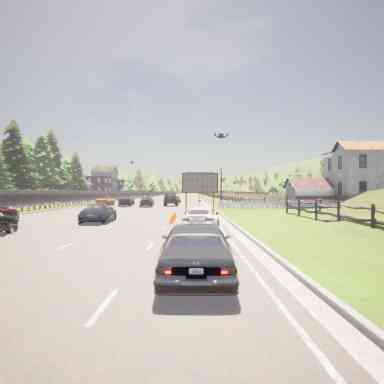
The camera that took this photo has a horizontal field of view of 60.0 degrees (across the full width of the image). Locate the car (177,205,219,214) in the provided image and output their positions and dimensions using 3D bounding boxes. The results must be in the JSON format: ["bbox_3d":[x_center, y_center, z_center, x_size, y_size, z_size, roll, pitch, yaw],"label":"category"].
[{"bbox_3d":[0.487,1.539,18.444,1.812,1.442,4.674,0,-1,6],"label":"car"}]

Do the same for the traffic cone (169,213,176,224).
[{"bbox_3d":[-1.463,1.955,23.162,0.340,0.580,0.340,0,0,0],"label":"traffic cone"}]

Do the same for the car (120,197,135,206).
[{"bbox_3d":[-10.345,1.477,52.964,1.882,1.535,5.008,0,0,0],"label":"car"}]

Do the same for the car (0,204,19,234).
[{"bbox_3d":[-10.384,1.491,16.172,2.128,1.511,4.902,0,0,0],"label":"car"}]

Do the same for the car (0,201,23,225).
[{"bbox_3d":[-13.876,1.477,22.878,1.882,1.535,5.008,0,0,0],"label":"car"}]

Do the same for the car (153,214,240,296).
[{"bbox_3d":[0.107,1.547,8.806,2.033,1.411,5.357,0,0,1],"label":"car"}]

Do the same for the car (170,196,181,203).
[{"bbox_3d":[-3.329,1.564,68.557,1.994,1.385,4.181,0,0,0],"label":"car"}]

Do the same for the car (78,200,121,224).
[{"bbox_3d":[-6.875,1.563,24.544,1.994,1.385,4.181,0,0,0],"label":"car"}]

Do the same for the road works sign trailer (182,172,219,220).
[{"bbox_3d":[0.510,0.464,22.058,2.380,3.560,2.880,0,0,-3],"label":"road works sign trailer"}]

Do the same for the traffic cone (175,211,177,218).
[{"bbox_3d":[-1.461,1.955,25.162,0.340,0.580,0.340,0,0,0],"label":"traffic cone"}]

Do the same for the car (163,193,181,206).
[{"bbox_3d":[-3.345,1.221,53.342,2.150,2.045,5.566,0,0,0],"label":"car"}]

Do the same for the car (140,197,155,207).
[{"bbox_3d":[-6.847,1.506,51.229,1.837,1.490,4.892,0,1,0],"label":"car"}]

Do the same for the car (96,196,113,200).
[{"bbox_3d":[-13.846,1.352,53.113,2.097,1.767,4.553,0,0,0],"label":"car"}]
